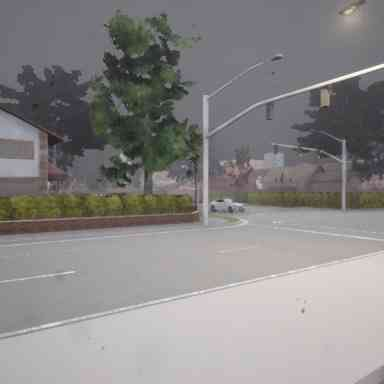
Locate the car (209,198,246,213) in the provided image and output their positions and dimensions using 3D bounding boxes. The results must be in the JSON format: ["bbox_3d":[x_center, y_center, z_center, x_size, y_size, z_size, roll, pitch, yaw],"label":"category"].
[{"bbox_3d":[3.773,1.435,36.342,1.812,1.442,4.674,0,0,-36],"label":"car"}]
